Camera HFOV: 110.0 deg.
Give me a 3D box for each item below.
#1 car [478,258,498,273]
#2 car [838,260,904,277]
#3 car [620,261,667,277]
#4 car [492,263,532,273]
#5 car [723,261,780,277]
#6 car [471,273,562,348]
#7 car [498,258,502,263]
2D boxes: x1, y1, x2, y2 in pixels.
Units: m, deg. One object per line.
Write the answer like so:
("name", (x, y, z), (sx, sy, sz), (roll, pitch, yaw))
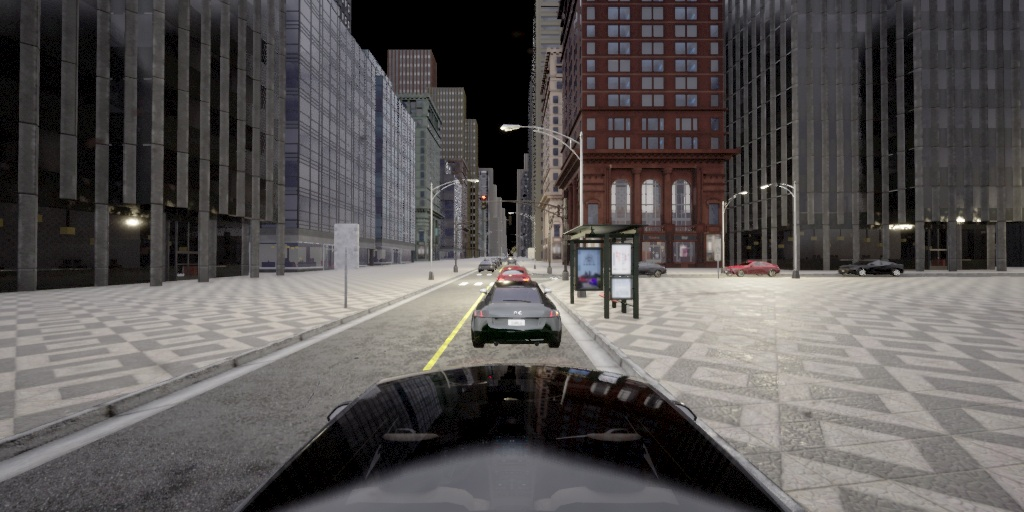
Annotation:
("car", (-3.046, 1.246, 43.010), (2.033, 1.411, 5.357), (0, 0, -2))
("car", (33.149, 1.101, 33.202), (5.008, 1.535, 1.882), (0, -1, 0))
("car", (11.864, 1.225, 33.223), (4.674, 1.442, 1.812), (0, -1, -2))
("car", (0.114, 1.269, 19.092), (1.812, 1.442, 4.674), (0, 0, 1))
("car", (22.185, 1.189, 33.220), (4.674, 1.442, 1.812), (0, -1, 0))
("car", (0.097, 1.314, 9.257), (1.994, 1.385, 4.181), (0, 0, 0))
("car", (-3.104, 1.164, 53.869), (2.128, 1.511, 4.902), (0, 0, 0))
